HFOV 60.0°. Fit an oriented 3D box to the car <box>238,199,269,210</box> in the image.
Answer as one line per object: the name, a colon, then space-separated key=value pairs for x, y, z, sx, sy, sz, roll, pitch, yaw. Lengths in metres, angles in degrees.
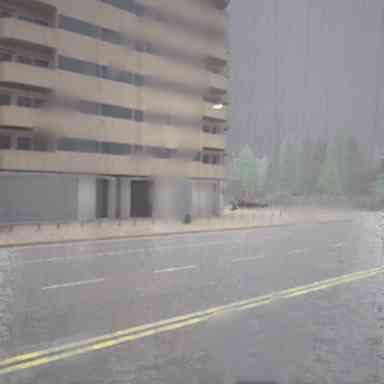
car: x=9.330 y=1.781 z=50.512 sx=1.882 sy=1.535 sz=5.008 roll=1 pitch=0 yaw=-45
